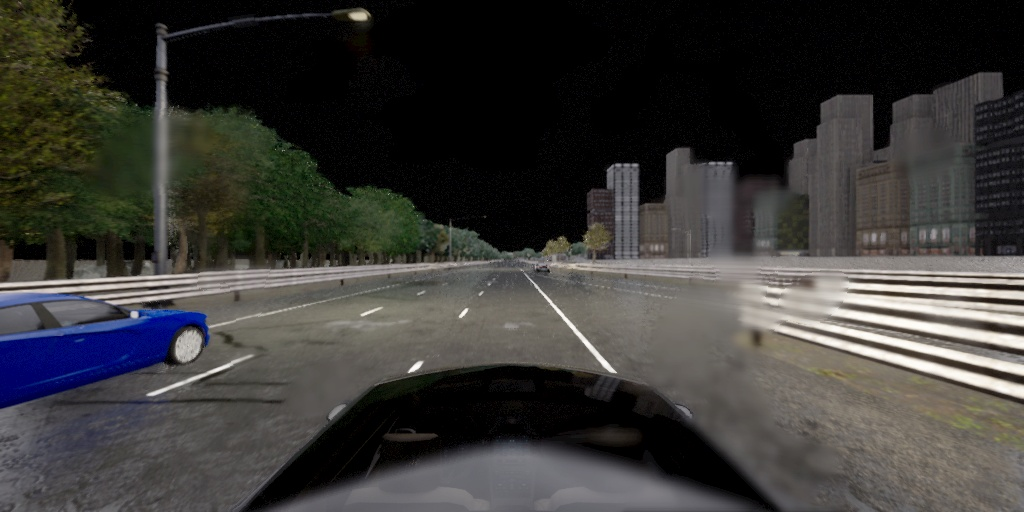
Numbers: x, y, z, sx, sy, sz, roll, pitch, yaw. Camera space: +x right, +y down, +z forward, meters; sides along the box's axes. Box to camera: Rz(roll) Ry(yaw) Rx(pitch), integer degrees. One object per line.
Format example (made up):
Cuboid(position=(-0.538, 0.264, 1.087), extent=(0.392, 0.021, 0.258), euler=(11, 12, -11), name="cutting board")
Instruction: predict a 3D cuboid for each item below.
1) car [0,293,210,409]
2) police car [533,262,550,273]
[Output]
Cuboid(position=(-6.901, 1.249, 5.021), extent=(1.882, 1.535, 5.008), euler=(0, 0, 0), name="car")
Cuboid(position=(4.288, 1.724, 53.131), extent=(2.038, 1.542, 4.974), euler=(0, -1, -4), name="police car")
